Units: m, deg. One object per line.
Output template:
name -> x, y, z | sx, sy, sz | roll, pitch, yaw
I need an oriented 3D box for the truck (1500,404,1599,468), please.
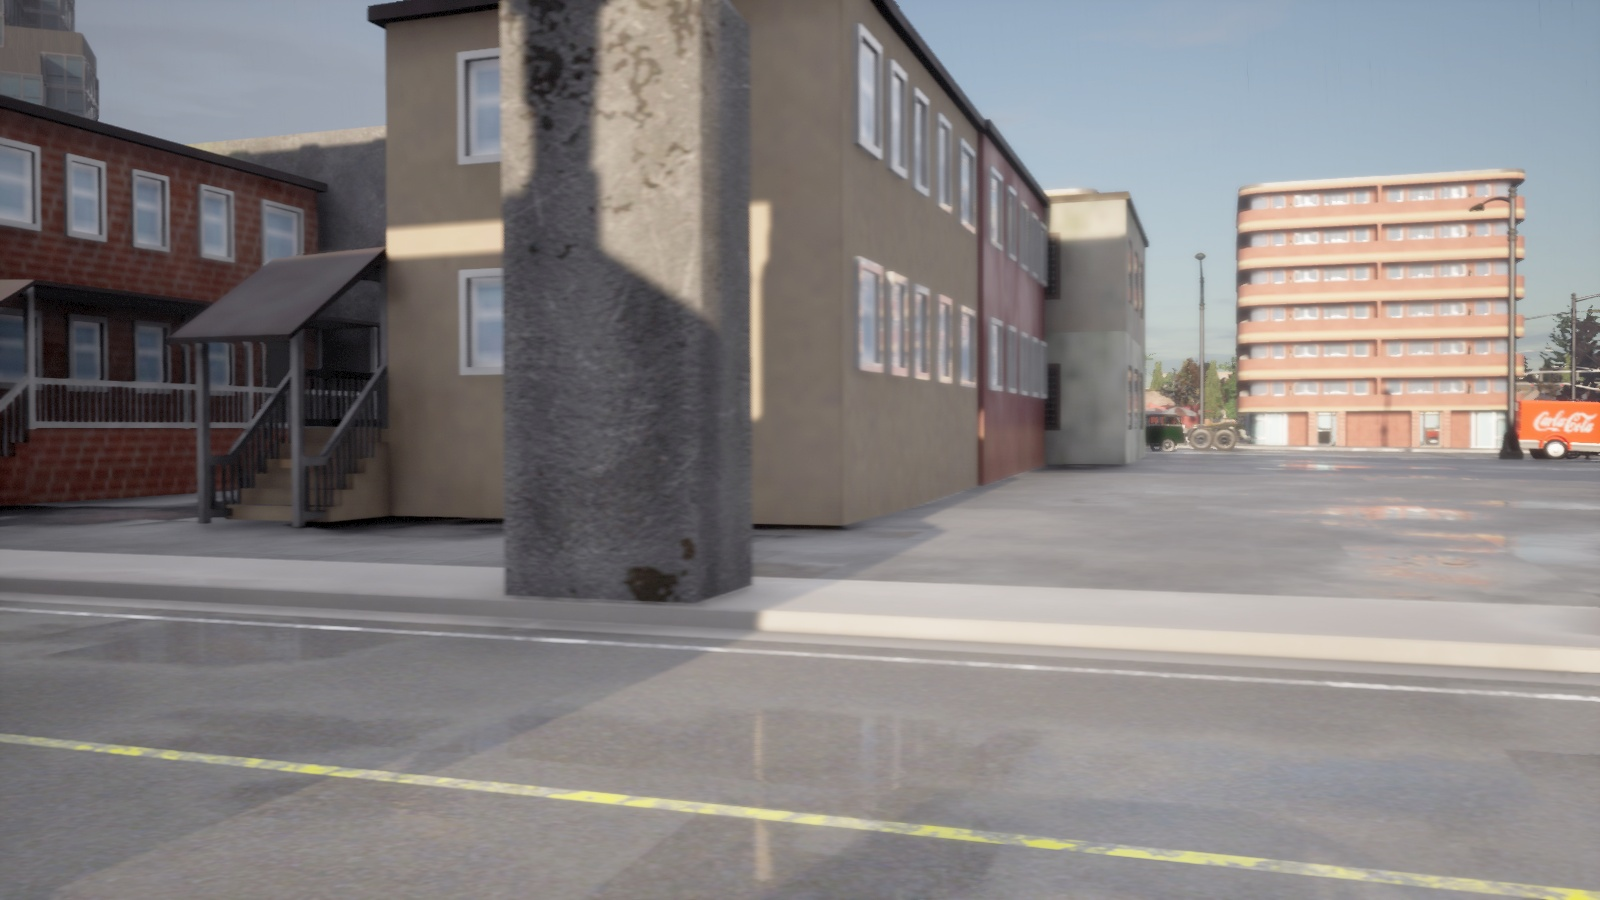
truck -> 32.748, -0.544, 52.834 | 5.204, 2.467, 2.627 | 3, 2, 18

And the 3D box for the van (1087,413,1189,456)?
van -> 16.403, -0.763, 61.039 | 4.442, 1.987, 1.775 | 1, 1, -3

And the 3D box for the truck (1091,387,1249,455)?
truck -> 20.045, -1.576, 68.126 | 7.936, 3.462, 2.891 | 2, 1, 18

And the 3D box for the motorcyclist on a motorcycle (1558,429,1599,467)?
motorcyclist on a motorcycle -> 35.073, -0.103, 55.693 | 2.350, 1.649, 0.766 | 1, 1, 17
